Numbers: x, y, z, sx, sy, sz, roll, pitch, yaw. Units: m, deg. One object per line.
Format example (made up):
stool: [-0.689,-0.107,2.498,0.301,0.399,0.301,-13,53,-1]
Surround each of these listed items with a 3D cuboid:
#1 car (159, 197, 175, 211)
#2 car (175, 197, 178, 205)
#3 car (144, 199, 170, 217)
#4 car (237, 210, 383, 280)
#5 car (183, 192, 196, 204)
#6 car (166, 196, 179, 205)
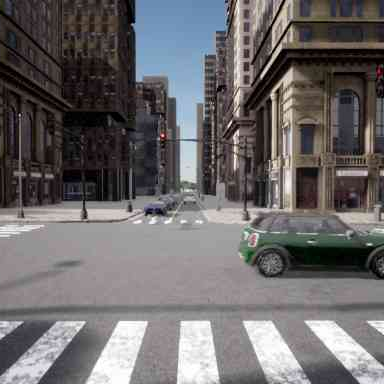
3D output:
car: [-3.455,1.495,40.877,1.837,1.490,4.892,0,0,-1]
car: [-3.518,1.514,50.207,1.812,1.442,4.674,0,0,-1]
car: [-3.375,1.593,31.547,1.895,1.301,4.718,0,0,-1]
car: [3.674,1.371,9.643,4.553,1.767,2.097,1,0,0]
car: [-0.421,1.208,62.379,2.150,2.045,5.566,0,0,0]
car: [-3.562,1.534,60.884,2.033,1.411,5.357,0,0,0]
